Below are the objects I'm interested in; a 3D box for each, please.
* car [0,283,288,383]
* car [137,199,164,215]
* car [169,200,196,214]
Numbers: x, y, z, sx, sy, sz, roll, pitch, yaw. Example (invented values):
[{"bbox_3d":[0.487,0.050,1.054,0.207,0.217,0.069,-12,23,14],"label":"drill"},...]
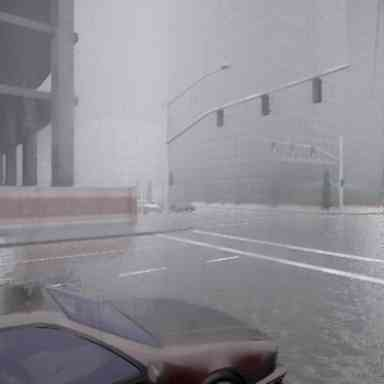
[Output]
[{"bbox_3d":[-1.641,1.548,2.621,5.357,1.411,2.033,0,0,-35],"label":"car"},{"bbox_3d":[-4.763,1.509,34.302,1.812,1.442,4.674,0,0,-36],"label":"car"},{"bbox_3d":[-1.781,1.527,36.152,2.033,1.411,5.357,0,0,-36],"label":"car"}]
